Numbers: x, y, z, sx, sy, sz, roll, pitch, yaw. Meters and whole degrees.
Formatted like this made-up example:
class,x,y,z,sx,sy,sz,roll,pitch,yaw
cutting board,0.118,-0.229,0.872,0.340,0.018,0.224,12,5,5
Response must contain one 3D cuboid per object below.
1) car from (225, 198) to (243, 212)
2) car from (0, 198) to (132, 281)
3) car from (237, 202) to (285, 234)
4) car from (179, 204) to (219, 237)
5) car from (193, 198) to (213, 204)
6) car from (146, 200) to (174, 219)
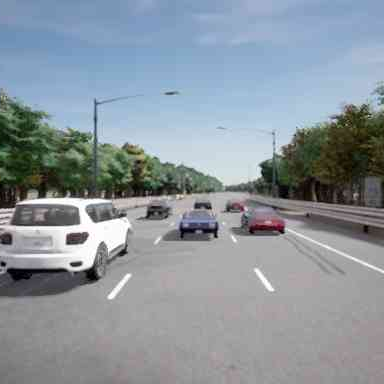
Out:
class,x,y,z,sx,sy,sz,roll,pitch,yaw
car,4.779,1.441,37.494,1.812,1.442,4.674,0,0,3
car,-3.295,1.182,9.873,2.150,2.045,5.566,0,0,1
car,3.934,1.509,18.982,1.994,1.385,4.181,0,0,2
car,0.379,1.545,17.472,1.895,1.301,4.718,0,0,2
car,1.173,1.390,35.601,1.882,1.535,5.008,0,0,3
car,-2.706,1.422,28.397,1.837,1.490,4.892,0,0,3
